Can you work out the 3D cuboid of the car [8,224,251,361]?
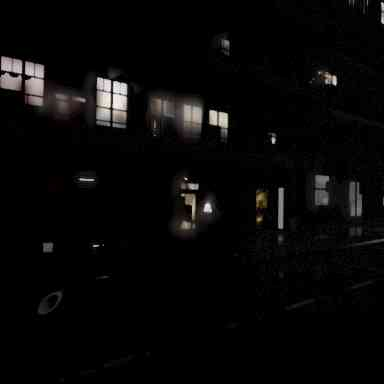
[{"bbox_3d":[-0.928,1.441,5.886,4.097,1.590,1.967,0,1,-36],"label":"car"}]
